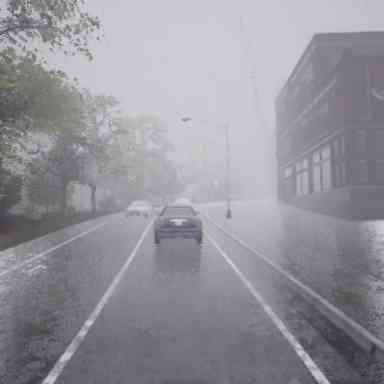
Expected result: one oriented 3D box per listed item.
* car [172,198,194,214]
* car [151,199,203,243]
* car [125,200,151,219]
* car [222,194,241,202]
[{"bbox_3d":[-0.866,1.404,34.353,1.812,1.442,4.674,-1,0,4],"label":"car"},{"bbox_3d":[-0.681,1.338,16.086,2.097,1.767,4.553,0,0,-3],"label":"car"},{"bbox_3d":[-4.504,1.459,28.677,1.812,1.442,4.674,0,0,1],"label":"car"},{"bbox_3d":[8.112,1.209,67.851,2.033,1.411,5.357,-4,-1,36],"label":"car"}]
